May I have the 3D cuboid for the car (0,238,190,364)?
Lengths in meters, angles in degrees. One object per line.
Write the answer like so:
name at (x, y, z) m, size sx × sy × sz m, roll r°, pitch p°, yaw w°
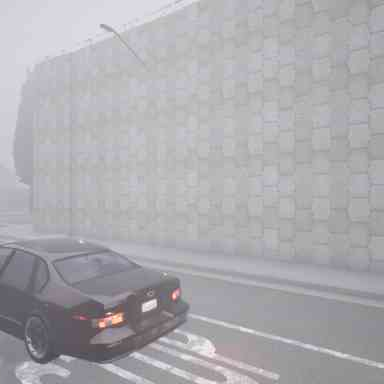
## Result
car at (-2.611, 1.547, 5.841) m, size 5.357 × 1.411 × 2.033 m, roll 0°, pitch 0°, yaw 35°
